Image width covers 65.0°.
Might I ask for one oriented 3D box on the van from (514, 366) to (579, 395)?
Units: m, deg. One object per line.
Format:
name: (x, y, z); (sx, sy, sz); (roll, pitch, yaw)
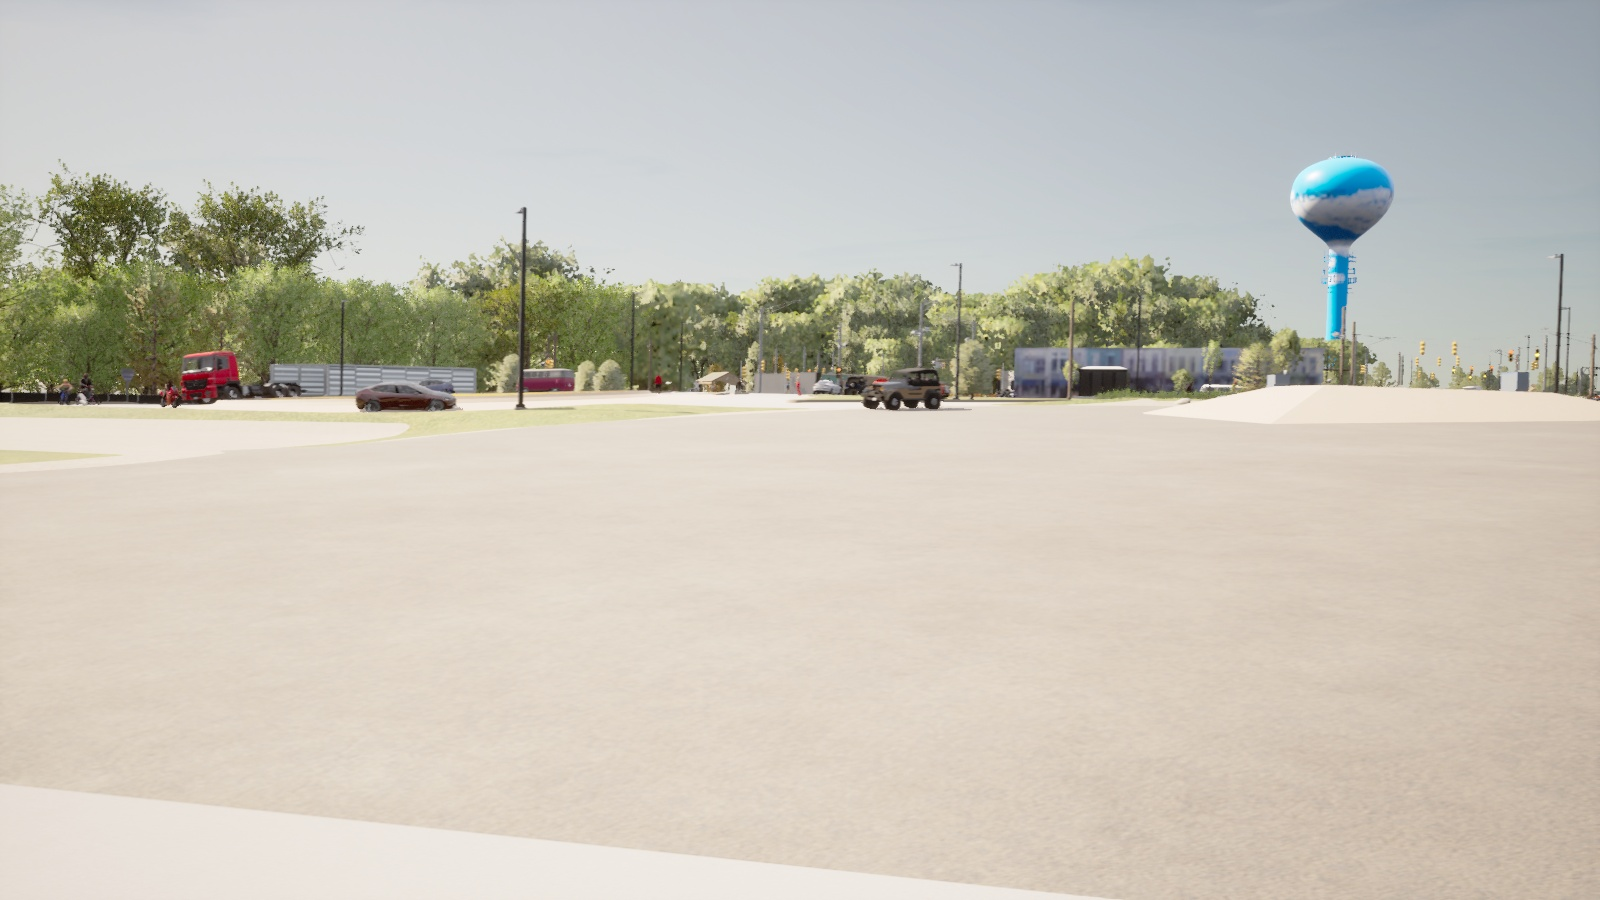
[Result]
van: (-18.758, -5.121, 92.903); (4.442, 1.987, 1.775); (0, 1, 22)

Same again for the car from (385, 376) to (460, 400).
car: (-28.288, -4.690, 94.193); (4.792, 1.488, 2.163); (-5, 1, -39)

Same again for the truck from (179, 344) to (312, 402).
truck: (-36.555, -5.048, 83.101); (2.891, 3.462, 7.936); (-3, 2, 24)

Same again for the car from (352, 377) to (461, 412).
car: (-19.465, -2.784, 62.292); (4.792, 1.488, 2.163); (0, 9, -6)

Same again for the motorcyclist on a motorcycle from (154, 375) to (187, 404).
motorcyclist on a motorcycle: (-33.048, -3.173, 65.943); (2.044, 1.523, 0.797); (3, 4, 40)

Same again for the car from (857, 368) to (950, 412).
car: (4.743, -2.757, 57.353); (3.866, 1.878, 1.905); (-2, 5, -34)
